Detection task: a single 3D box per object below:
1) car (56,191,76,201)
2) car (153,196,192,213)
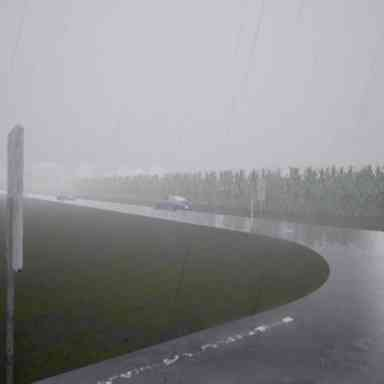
[{"bbox_3d":[-18.899,0.583,49.802,2.128,1.511,4.902,1,1,-36],"label":"car"},{"bbox_3d":[-1.828,1.084,30.786,1.812,1.442,4.674,1,1,-35],"label":"car"}]
